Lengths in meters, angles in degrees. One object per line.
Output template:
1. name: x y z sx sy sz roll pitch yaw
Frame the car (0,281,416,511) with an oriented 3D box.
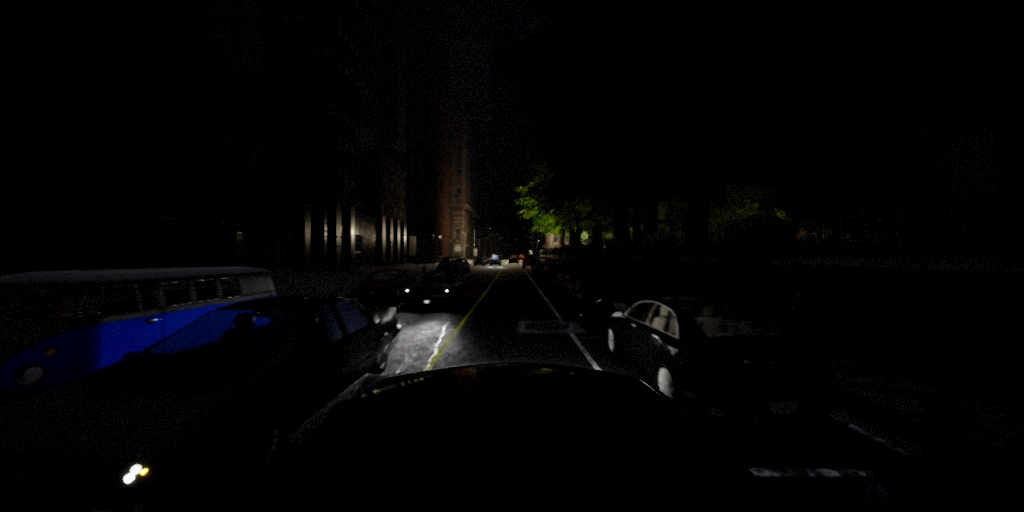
1. car: -3.094 1.287 4.822 2.033 1.411 5.357 0 0 0

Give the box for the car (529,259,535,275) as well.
1. car: 2.886 1.208 33.450 1.888 1.381 4.507 0 0 0

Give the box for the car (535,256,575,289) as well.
1. car: 2.840 1.028 22.398 2.192 1.841 5.009 0 0 0

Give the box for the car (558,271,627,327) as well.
1. car: 2.792 1.310 11.346 1.948 1.339 4.313 0 0 0

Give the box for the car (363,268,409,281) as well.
1. car: -5.709 1.256 16.897 1.888 1.381 4.507 0 0 0

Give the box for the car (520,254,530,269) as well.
1. car: 2.595 0.777 51.320 2.150 2.045 5.566 0 0 0

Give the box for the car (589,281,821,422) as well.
1. car: 2.770 1.304 5.820 2.007 1.370 4.403 0 0 0

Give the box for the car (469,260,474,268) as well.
1. car: -5.616 1.049 38.999 1.967 1.591 4.097 0 0 0

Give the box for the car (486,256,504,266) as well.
1. car: -2.789 1.073 60.837 1.895 1.301 4.718 0 0 1

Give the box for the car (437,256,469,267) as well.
1. car: -5.639 0.956 33.475 2.192 1.841 5.009 0 0 0

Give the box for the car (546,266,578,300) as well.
1. car: 2.817 1.313 16.872 1.802 1.307 4.207 0 0 0

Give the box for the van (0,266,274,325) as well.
1. van: -5.755 1.073 5.845 1.690 1.789 3.998 0 0 0

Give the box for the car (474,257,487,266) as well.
1. car: -5.523 1.014 61.096 2.007 1.370 4.403 0 0 0

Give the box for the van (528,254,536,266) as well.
1. van: 2.909 0.970 38.974 1.690 1.789 3.998 0 0 0

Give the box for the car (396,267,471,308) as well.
1. car: -3.045 1.323 15.049 1.895 1.301 4.718 0 0 1

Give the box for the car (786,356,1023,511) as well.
1. car: 2.747 1.339 0.294 1.802 1.307 4.207 0 0 0
